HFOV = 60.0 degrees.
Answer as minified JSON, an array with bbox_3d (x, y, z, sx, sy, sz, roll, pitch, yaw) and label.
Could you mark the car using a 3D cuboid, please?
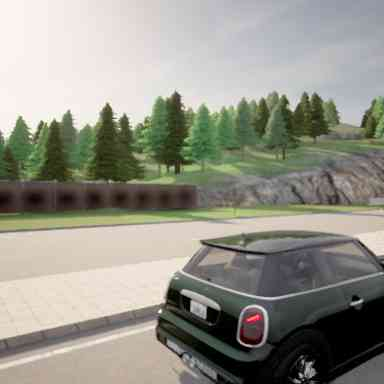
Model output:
[{"bbox_3d":[1.803,1.365,5.034,4.553,1.767,2.097,0,0,-35],"label":"car"}]
